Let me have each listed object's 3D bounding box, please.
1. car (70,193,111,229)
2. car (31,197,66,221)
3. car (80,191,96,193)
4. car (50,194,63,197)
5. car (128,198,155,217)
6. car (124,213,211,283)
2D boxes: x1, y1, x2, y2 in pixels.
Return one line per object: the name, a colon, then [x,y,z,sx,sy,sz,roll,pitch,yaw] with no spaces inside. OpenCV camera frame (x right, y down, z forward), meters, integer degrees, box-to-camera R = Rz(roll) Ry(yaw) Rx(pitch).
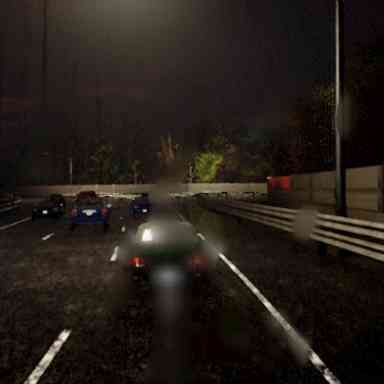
car: [-6.043,1.175,20.261,2.097,1.767,4.553,-1,1,-12]
car: [-10.977,1.377,25.605,1.994,1.385,4.181,-1,1,-15]
car: [-13.513,0.856,42.786,2.150,2.045,5.566,-1,1,-24]
car: [-17.982,1.023,43.983,2.097,1.767,4.553,-1,1,-26]
car: [-4.196,1.242,27.419,1.812,1.442,4.674,-1,1,-16]
car: [-0.724,1.495,9.360,1.895,1.301,4.718,-1,1,-5]
